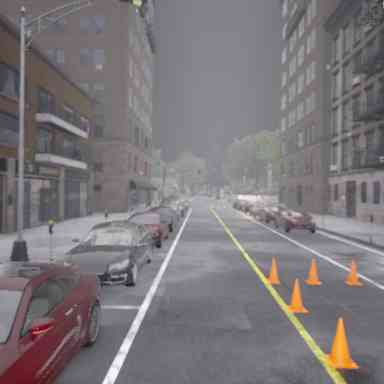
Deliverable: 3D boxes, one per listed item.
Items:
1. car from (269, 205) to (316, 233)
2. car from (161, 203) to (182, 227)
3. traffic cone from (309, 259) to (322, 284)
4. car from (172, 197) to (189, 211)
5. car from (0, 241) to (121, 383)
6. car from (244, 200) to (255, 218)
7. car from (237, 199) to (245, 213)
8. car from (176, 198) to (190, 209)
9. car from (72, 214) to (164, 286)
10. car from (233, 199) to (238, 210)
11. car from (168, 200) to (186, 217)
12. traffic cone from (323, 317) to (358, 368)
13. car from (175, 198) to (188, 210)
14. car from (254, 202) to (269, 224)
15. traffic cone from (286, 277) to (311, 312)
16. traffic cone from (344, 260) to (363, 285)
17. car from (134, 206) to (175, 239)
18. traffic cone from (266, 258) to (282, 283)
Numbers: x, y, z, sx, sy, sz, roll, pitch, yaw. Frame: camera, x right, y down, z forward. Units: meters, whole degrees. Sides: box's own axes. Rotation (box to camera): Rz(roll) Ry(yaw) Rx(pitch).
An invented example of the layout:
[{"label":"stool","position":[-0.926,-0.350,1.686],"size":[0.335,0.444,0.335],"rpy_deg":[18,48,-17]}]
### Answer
[{"label":"car","position":[6.142,1.677,20.087],"size":[1.802,1.307,4.206],"rpy_deg":[1,0,1]},{"label":"car","position":[-1.881,1.561,20.257],"size":[1.947,1.339,4.313],"rpy_deg":[1,0,1]},{"label":"traffic cone","position":[3.078,2.001,8.445],"size":[0.340,0.580,0.340],"rpy_deg":[1,0,1]},{"label":"car","position":[-1.402,1.474,42.327],"size":[1.967,1.590,4.097],"rpy_deg":[1,0,1]},{"label":"car","position":[-2.240,1.557,3.704],"size":[1.802,1.307,4.206],"rpy_deg":[1,0,1]},{"label":"car","position":[6.385,1.638,31.291],"size":[1.752,1.417,4.829],"rpy_deg":[1,0,1]},{"label":"car","position":[6.500,1.667,36.638],"size":[1.887,1.381,4.507],"rpy_deg":[1,0,1]},{"label":"car","position":[-1.284,1.626,47.844],"size":[1.802,1.307,4.206],"rpy_deg":[1,0,1]},{"label":"car","position":[-2.120,1.533,9.222],"size":[2.008,1.369,4.403],"rpy_deg":[1,0,1]},{"label":"car","position":[6.619,1.715,42.154],"size":[1.802,1.307,4.206],"rpy_deg":[1,0,1]},{"label":"car","position":[-1.761,1.554,25.774],"size":[2.008,1.369,4.403],"rpy_deg":[1,0,1]},{"label":"traffic cone","position":[1.992,1.984,4.467],"size":[0.340,0.580,0.340],"rpy_deg":[1,0,1]},{"label":"car","position":[-1.641,1.453,31.291],"size":[1.967,1.590,4.097],"rpy_deg":[1,0,1]},{"label":"car","position":[6.261,1.685,25.603],"size":[1.802,1.307,4.206],"rpy_deg":[1,0,1]},{"label":"traffic cone","position":[2.035,1.987,6.467],"size":[0.340,0.580,0.340],"rpy_deg":[1,0,1]},{"label":"traffic cone","position":[4.078,2.014,8.423],"size":[0.340,0.580,0.340],"rpy_deg":[1,0,1]},{"label":"car","position":[-2.000,1.533,14.740],"size":[1.887,1.381,4.507],"rpy_deg":[1,0,1]},{"label":"traffic cone","position":[2.078,1.989,8.466],"size":[0.340,0.580,0.340],"rpy_deg":[1,0,1]}]
